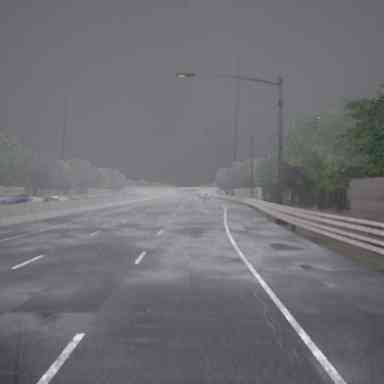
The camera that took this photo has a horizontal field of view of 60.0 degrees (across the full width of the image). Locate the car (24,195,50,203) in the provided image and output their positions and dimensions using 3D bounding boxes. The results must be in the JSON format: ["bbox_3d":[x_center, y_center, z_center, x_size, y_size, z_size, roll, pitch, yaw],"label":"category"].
[{"bbox_3d":[-21.074,1.520,46.491,1.812,1.442,4.674,0,0,0],"label":"car"}]

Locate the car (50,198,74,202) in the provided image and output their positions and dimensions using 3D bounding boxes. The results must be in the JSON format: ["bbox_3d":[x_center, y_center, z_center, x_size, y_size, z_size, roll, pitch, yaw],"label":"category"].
[{"bbox_3d":[-17.578,1.520,46.572,1.812,1.442,4.674,0,0,0],"label":"car"}]

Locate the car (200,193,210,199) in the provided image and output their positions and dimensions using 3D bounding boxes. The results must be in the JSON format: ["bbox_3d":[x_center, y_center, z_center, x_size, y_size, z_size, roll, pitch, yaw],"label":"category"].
[{"bbox_3d":[3.468,1.447,79.185,1.895,1.301,4.718,0,0,0],"label":"car"}]

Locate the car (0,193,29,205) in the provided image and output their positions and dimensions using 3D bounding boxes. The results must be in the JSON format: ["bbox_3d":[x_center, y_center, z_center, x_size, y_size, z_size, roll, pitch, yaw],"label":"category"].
[{"bbox_3d":[-24.572,1.214,46.264,2.150,2.045,5.566,0,0,0],"label":"car"}]
